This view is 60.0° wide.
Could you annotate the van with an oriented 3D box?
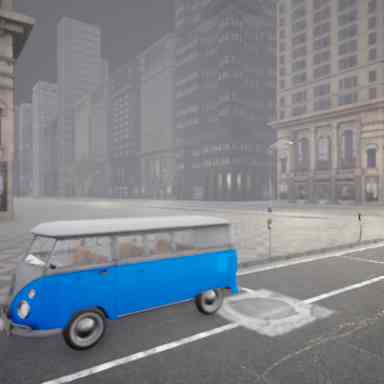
[{"bbox_3d":[-1.000,1.353,5.955,3.998,1.788,1.690,0,0,-36],"label":"van"}]
